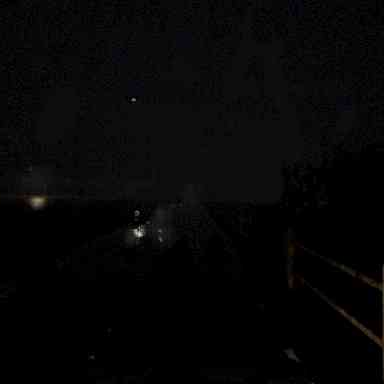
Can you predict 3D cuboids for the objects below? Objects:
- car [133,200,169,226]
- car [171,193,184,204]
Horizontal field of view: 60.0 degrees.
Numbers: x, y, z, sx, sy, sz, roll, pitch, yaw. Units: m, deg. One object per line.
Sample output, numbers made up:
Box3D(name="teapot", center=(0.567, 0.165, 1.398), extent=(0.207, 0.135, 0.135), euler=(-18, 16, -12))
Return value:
Box3D(name="car", center=(-2.849, 1.400, 23.770), extent=(2.097, 1.767, 4.553), euler=(0, 0, 0))
Box3D(name="car", center=(-2.757, 1.243, 64.922), extent=(2.150, 2.045, 5.566), euler=(0, 1, 0))
